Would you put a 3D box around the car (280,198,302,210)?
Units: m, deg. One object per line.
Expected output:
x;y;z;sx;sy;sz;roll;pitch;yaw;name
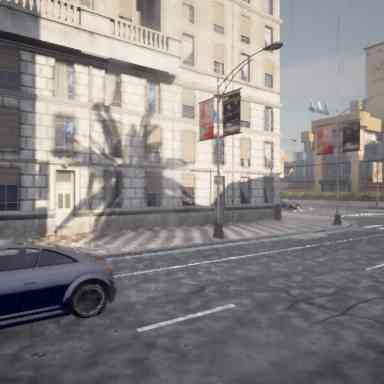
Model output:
11.694;1.547;43.612;2.033;1.411;5.357;0;0;-36;car

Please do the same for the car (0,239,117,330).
-3.478;1.564;5.818;4.181;1.385;1.994;0;0;-35;car
